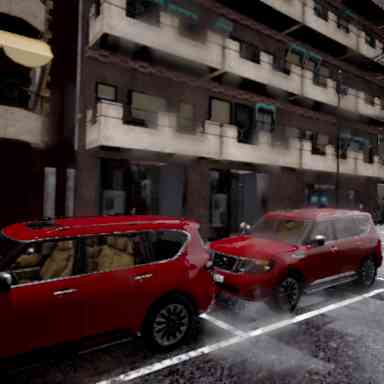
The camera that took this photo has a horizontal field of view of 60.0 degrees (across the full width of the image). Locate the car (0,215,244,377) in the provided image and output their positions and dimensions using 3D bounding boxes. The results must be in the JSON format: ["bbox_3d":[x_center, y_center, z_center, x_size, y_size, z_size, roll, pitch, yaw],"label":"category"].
[{"bbox_3d":[-1.919,1.324,4.701,5.009,1.841,2.192,1,1,-35],"label":"car"}]

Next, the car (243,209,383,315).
[{"bbox_3d":[2.581,1.368,7.914,5.009,1.841,2.192,1,1,-35],"label":"car"}]
